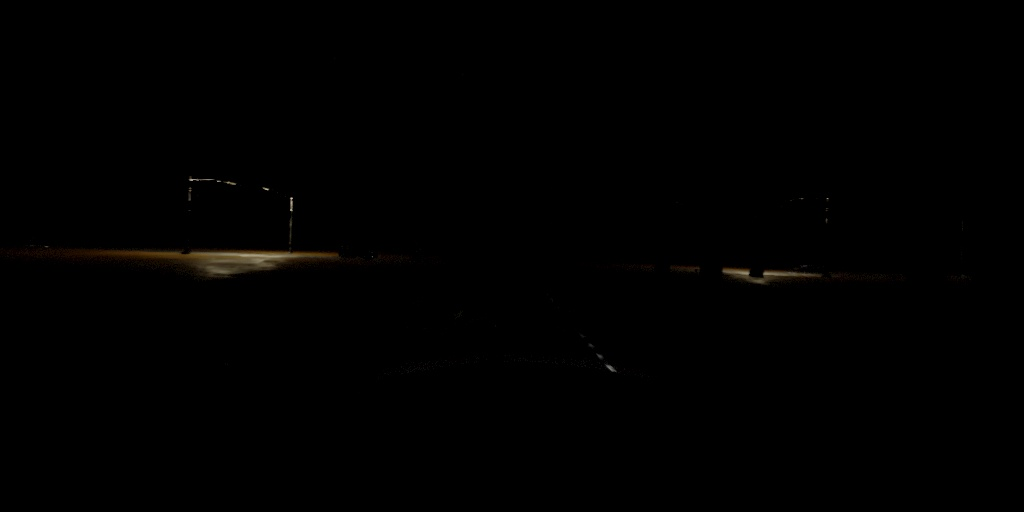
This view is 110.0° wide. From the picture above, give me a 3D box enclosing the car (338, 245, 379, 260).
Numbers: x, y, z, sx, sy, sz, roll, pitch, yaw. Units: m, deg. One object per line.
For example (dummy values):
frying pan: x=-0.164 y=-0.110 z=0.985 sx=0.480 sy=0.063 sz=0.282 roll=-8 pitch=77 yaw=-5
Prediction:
car: x=-22.598 y=-0.477 z=52.748 sx=5.566 sy=2.045 sz=2.150 roll=2 pitch=1 yaw=1
